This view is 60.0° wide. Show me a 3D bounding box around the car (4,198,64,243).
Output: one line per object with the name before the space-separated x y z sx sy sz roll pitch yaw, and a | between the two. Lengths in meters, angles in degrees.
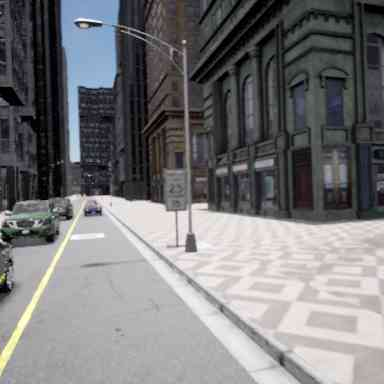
car | -8.320 1.480 17.606 2.150 2.045 5.566 -2 0 -17

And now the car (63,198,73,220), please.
car | -12.571 1.579 31.547 2.150 2.045 5.566 -2 0 -15

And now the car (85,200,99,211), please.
car | -14.466 1.891 48.140 1.812 1.442 4.674 -2 0 -17

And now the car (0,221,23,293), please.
car | -4.832 1.635 6.333 1.882 1.535 5.008 -2 0 -17

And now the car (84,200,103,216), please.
car | -10.887 1.886 36.655 1.895 1.301 4.718 -2 0 -17
